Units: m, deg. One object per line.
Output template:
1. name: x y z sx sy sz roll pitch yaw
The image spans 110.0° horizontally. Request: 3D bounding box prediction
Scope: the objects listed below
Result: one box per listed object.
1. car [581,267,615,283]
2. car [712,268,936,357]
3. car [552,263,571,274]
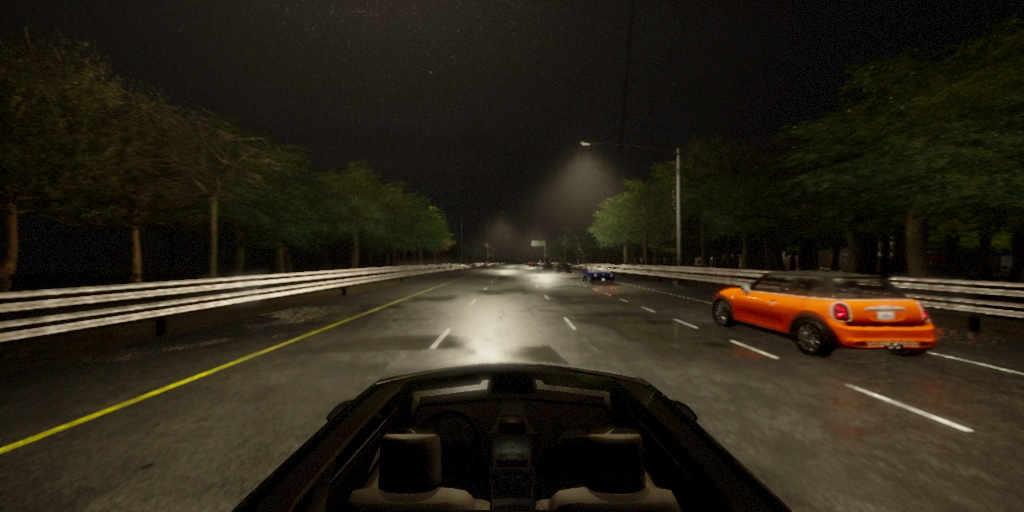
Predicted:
1. car: 7.031 1.559 29.852 1.895 1.301 4.718 0 -1 0
2. car: 6.999 1.137 8.836 2.097 1.767 4.553 0 0 0
3. car: 7.110 1.749 50.181 1.837 1.490 4.892 0 -1 0
